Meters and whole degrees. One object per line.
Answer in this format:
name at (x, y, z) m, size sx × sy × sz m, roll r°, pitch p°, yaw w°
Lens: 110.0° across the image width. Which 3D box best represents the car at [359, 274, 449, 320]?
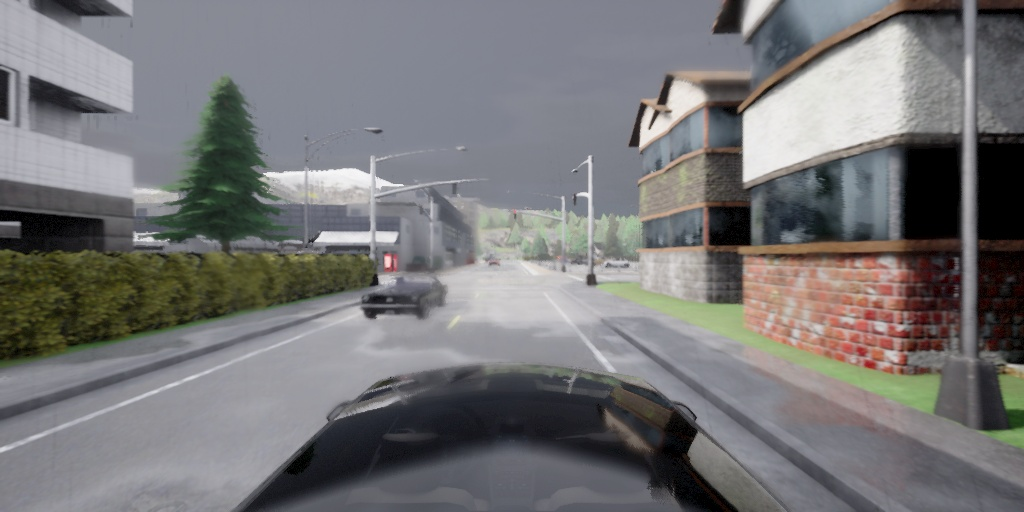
car at (-3.562, 1.349, 12.689) m, size 1.895 × 1.301 × 4.718 m, roll 0°, pitch 0°, yaw 0°
